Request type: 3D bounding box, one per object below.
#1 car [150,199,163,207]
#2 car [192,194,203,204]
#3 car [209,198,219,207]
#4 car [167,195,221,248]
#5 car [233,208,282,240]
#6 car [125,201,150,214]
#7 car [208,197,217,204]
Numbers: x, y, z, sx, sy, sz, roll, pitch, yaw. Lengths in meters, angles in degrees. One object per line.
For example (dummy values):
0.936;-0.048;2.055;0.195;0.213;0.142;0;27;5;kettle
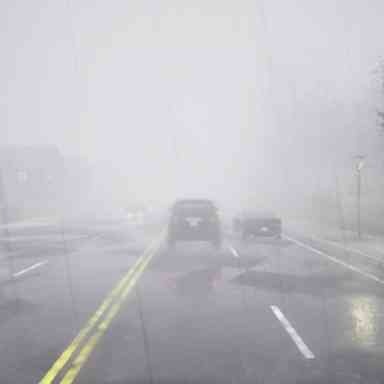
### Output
-6.024;1.890;55.913;1.895;1.301;4.718;0;0;2;car
1.152;1.426;70.770;2.150;2.045;5.566;0;0;3;car
4.008;1.827;60.393;1.812;1.442;4.674;0;0;3;car
0.093;1.306;15.261;2.150;2.045;5.566;0;0;0;car
3.344;1.574;17.767;1.882;1.535;5.008;0;0;0;car
-6.469;1.771;38.916;1.994;1.385;4.181;0;0;1;car
4.399;1.792;70.610;1.895;1.301;4.718;0;0;3;car
